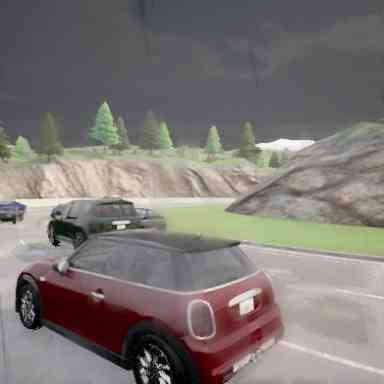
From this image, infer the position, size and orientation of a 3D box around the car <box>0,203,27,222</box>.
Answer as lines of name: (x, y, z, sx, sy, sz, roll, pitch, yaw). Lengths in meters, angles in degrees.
car: (-14.038, 1.721, 25.265, 1.895, 1.301, 4.718, 0, 0, -18)

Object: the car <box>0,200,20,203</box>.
car: (-19.782, 1.651, 36.295, 1.882, 1.535, 5.008, 0, 0, -4)

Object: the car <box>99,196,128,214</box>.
car: (-9.307, 1.473, 40.103, 2.150, 2.045, 5.566, 0, 0, 0)

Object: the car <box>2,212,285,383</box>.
car: (-0.967, 1.389, 5.341, 4.553, 1.767, 2.097, 0, -1, 40)

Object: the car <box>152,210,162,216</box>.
car: (-3.140, 1.614, 18.353, 2.128, 1.511, 4.902, 0, 0, -33)

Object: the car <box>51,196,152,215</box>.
car: (-4.094, 1.304, 13.538, 2.150, 2.045, 5.566, 0, 0, -38)

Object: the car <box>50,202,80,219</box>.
car: (-11.941, 1.740, 31.533, 1.994, 1.385, 4.181, 0, 0, -11)
